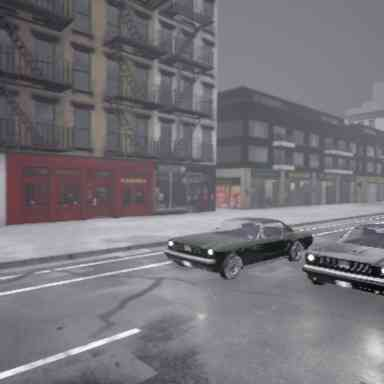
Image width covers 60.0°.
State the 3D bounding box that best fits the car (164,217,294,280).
[{"bbox_3d":[1.522,1.430,9.600,4.718,1.301,1.895,0,1,-42],"label":"car"}]

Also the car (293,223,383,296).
[{"bbox_3d":[4.614,1.489,8.022,4.718,1.301,1.895,0,1,-42],"label":"car"}]
